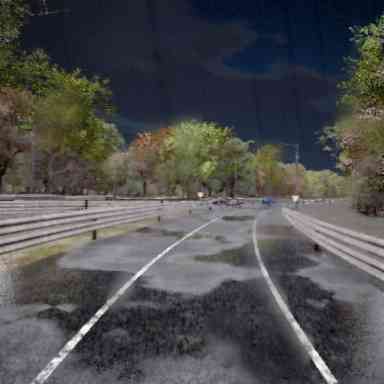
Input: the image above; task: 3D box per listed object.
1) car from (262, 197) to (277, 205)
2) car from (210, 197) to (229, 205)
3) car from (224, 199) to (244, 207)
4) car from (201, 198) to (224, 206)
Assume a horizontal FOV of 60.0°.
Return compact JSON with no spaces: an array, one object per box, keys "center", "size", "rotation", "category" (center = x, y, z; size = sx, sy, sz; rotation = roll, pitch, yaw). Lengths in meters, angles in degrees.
[{"center":[18.910,2.201,81.047],"size":[2.150,2.045,5.566],"rotation":[2,0,34],"category":"car"},{"center":[6.124,2.016,74.545],"size":[2.128,1.511,4.902],"rotation":[2,0,34],"category":"car"},{"center":[8.578,2.144,65.647],"size":[1.994,1.385,4.181],"rotation":[2,0,34],"category":"car"},{"center":[3.562,1.876,64.432],"size":[1.882,1.535,5.008],"rotation":[2,0,34],"category":"car"}]
